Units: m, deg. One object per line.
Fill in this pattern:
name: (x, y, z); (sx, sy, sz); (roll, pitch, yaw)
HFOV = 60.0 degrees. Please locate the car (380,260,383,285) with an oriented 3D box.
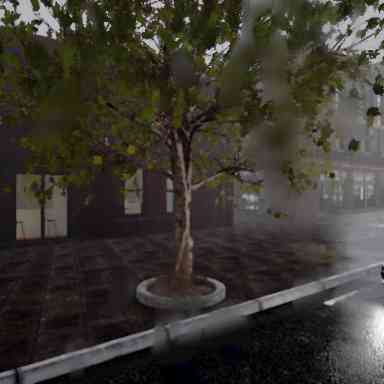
car: (6.083, 1.382, 7.466); (4.674, 1.442, 1.812); (-1, 1, -36)
